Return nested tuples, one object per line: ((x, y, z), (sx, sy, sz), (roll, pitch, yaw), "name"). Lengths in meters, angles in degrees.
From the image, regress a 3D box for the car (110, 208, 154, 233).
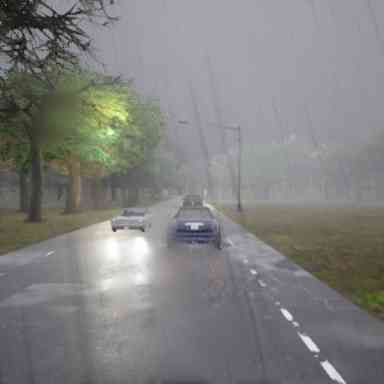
((-3.500, 1.629, 20.012), (1.895, 1.301, 4.718), (0, 0, 0), "car")

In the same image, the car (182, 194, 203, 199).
((0.099, 1.284, 36.966), (2.150, 2.045, 5.566), (0, 0, 0), "car")

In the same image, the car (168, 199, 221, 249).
((0.099, 1.372, 14.840), (2.097, 1.767, 4.553), (0, 0, 0), "car")
